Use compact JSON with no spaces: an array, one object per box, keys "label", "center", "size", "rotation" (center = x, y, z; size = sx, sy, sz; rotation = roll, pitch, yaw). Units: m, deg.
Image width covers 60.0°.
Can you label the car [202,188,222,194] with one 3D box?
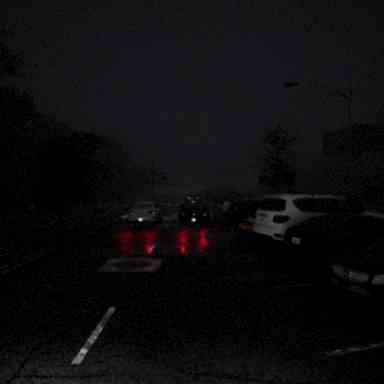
[{"label":"car","center":[5.088,-0.191,84.923],"size":[4.674,1.452,2.002],"rotation":[0,2,-20]}]

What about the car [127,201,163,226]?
[{"label":"car","center":[-2.894,1.278,21.012],"size":[1.812,1.442,4.674],"rotation":[0,1,0]}]

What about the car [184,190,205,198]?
[{"label":"car","center":[0.111,0.852,39.847],"size":[2.128,1.511,4.902],"rotation":[0,1,0]}]

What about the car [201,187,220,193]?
[{"label":"car","center":[5.067,-0.555,90.874],"size":[4.553,1.767,2.185],"rotation":[0,2,-20]}]

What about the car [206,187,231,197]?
[{"label":"car","center":[5.057,0.456,52.093],"size":[4.553,1.767,2.185],"rotation":[0,1,-20]}]

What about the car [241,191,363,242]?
[{"label":"car","center":[5.102,1.109,13.105],"size":[5.566,2.045,2.435],"rotation":[0,1,-20]}]

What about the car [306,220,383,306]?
[{"label":"car","center":[5.074,1.471,7.085],"size":[4.674,1.452,2.002],"rotation":[1,1,-20]}]

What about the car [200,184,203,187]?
[{"label":"car","center":[5.118,0.003,67.026],"size":[5.566,2.045,2.435],"rotation":[0,1,-20]}]

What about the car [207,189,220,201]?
[{"label":"car","center":[5.057,0.742,46.107],"size":[4.792,1.488,2.163],"rotation":[0,2,-20]}]

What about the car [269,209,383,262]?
[{"label":"car","center":[5.098,1.426,10.110],"size":[4.792,1.488,2.163],"rotation":[1,0,-20]}]

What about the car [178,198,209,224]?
[{"label":"car","center":[0.106,1.335,22.031],"size":[1.895,1.301,4.718],"rotation":[0,1,0]}]

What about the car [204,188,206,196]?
[{"label":"car","center":[5.080,0.452,58.069],"size":[4.892,1.521,2.231],"rotation":[0,1,-20]}]

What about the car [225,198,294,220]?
[{"label":"car","center":[5.081,1.204,25.109],"size":[4.674,1.452,2.002],"rotation":[0,1,-20]}]

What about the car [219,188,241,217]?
[{"label":"car","center":[5.054,0.973,22.085],"size":[5.566,2.045,2.435],"rotation":[0,1,-20]}]

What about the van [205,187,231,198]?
[{"label":"van","center":[4.982,0.094,63.984],"size":[4.442,1.987,1.878],"rotation":[0,2,-20]}]

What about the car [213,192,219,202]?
[{"label":"car","center":[5.054,1.005,34.104],"size":[4.792,1.488,2.163],"rotation":[0,2,-20]}]

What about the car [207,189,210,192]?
[{"label":"car","center":[5.079,0.687,49.125],"size":[4.674,1.452,2.002],"rotation":[0,1,-20]}]

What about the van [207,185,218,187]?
[{"label":"van","center":[5.197,0.291,55.125],"size":[4.442,1.987,1.878],"rotation":[0,1,-20]}]

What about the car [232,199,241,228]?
[{"label":"car","center":[4.903,1.315,16.036],"size":[5.366,1.575,1.946],"rotation":[0,1,-20]}]

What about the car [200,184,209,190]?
[{"label":"car","center":[5.065,0.134,61.031],"size":[5.566,2.045,2.435],"rotation":[0,2,-20]}]
